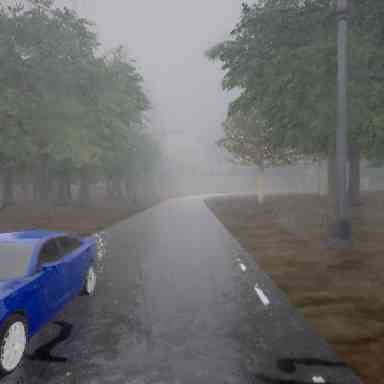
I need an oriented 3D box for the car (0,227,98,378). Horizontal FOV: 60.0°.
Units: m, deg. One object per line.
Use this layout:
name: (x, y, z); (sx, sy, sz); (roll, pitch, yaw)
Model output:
car: (-3.100, 1.453, 5.688); (1.882, 1.535, 5.008); (0, 0, 0)
